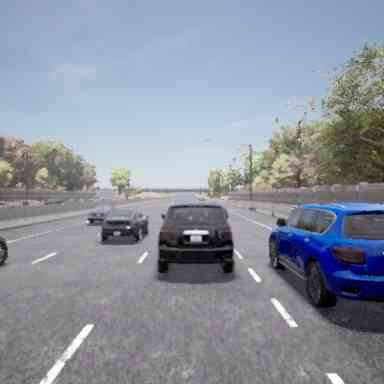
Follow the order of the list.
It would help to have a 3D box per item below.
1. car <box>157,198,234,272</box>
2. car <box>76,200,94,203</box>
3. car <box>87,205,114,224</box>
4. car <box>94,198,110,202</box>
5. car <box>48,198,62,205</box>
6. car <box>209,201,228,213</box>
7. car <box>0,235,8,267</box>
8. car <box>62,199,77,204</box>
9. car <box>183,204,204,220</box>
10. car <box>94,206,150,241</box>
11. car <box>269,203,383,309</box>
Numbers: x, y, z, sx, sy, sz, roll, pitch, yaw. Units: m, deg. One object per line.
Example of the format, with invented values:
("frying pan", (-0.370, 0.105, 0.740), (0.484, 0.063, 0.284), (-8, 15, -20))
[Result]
("car", (0.103, 1.318, 11.271), (2.150, 2.045, 5.566), (0, 0, 0))
("car", (-21.005, 2.159, 66.740), (1.895, 1.301, 4.718), (0, -1, 0))
("car", (-6.903, 1.781, 27.043), (2.033, 1.411, 5.357), (0, -1, 0))
("car", (-17.505, 2.065, 66.771), (1.837, 1.490, 4.892), (0, -1, 0))
("car", (-28.005, 2.068, 68.656), (1.882, 1.535, 5.008), (0, -1, 0))
("car", (3.496, 1.931, 44.757), (2.033, 1.411, 5.357), (0, -1, 0))
("car", (-6.903, 1.427, 8.746), (2.097, 1.767, 4.553), (0, 0, 0))
("car", (-24.505, 2.142, 68.655), (1.994, 1.385, 4.181), (0, -1, 0))
("car", (0.100, 1.879, 32.093), (1.895, 1.301, 4.718), (0, -1, 0))
("car", (-3.401, 1.656, 17.518), (1.837, 1.490, 4.892), (0, 0, 0))
("car", (3.494, 1.275, 8.170), (2.150, 2.045, 5.566), (0, 0, 0))
